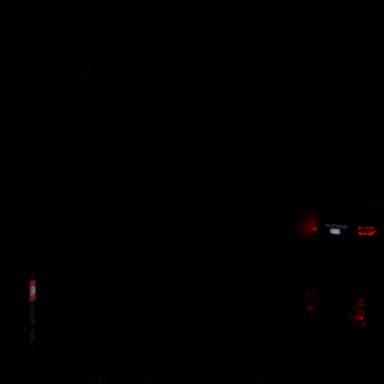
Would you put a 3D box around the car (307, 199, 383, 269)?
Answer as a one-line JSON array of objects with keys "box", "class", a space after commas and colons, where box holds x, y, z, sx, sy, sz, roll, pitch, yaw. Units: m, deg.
[{"box": [6.067, 1.276, 11.742, 2.150, 2.045, 5.566, 0, 0, 44], "class": "car"}]
